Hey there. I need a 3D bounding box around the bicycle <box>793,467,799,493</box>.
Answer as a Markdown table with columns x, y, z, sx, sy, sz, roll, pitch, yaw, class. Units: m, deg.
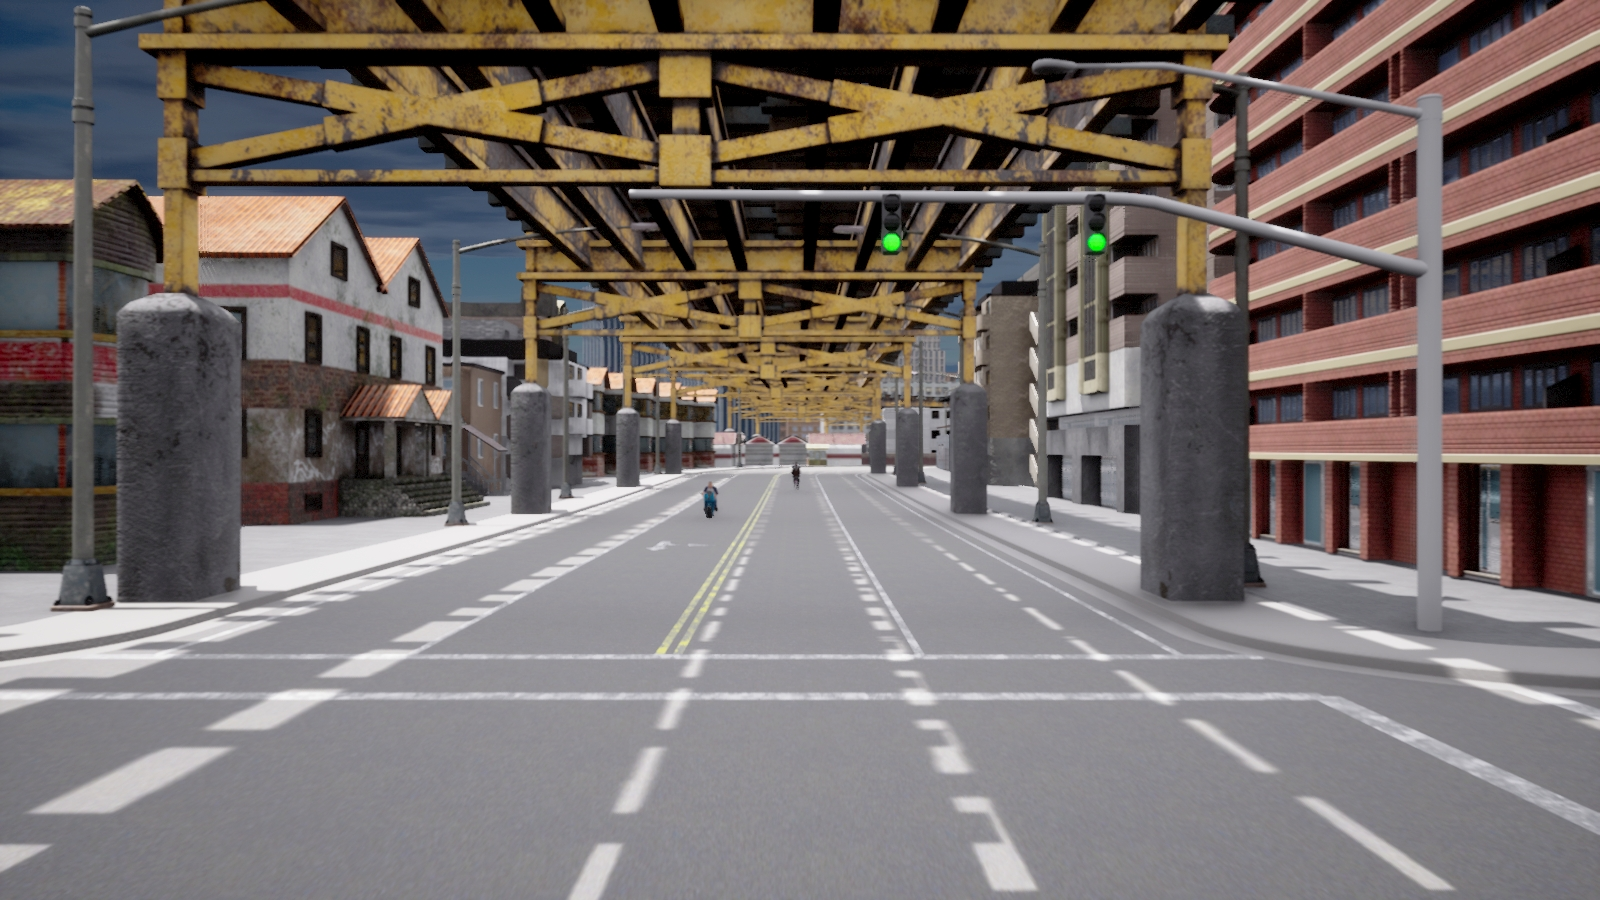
| x | y | z | sx | sy | sz | roll | pitch | yaw | class |
| --- | --- | --- | --- | --- | --- | --- | --- | --- | --- |
| -0.255 | 1.862 | 71.031 | 0.329 | 1.496 | 1.835 | 0 | 1 | 0 | bicycle |
